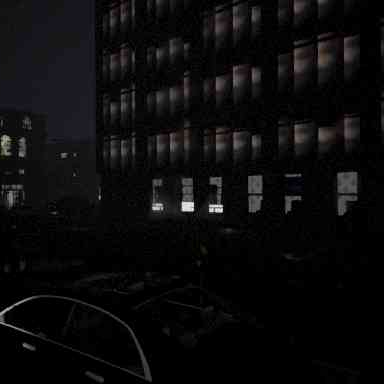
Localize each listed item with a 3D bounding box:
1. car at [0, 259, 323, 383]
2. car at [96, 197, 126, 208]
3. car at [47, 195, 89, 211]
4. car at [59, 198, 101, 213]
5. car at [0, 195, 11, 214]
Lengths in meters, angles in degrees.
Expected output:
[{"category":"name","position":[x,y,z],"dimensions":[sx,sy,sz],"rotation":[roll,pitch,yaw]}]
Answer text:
[{"category":"car","position":[-0.955,1.551,3.557],"dimensions":[4.403,1.369,2.008],"rotation":[0,0,35]},{"category":"car","position":[-12.416,1.643,51.170],"dimensions":[1.967,1.590,4.097],"rotation":[-1,-1,36]},{"category":"car","position":[-15.581,1.366,42.470],"dimensions":[2.150,2.045,5.566],"rotation":[0,-1,37]},{"category":"car","position":[-12.190,1.684,37.264],"dimensions":[1.802,1.307,4.206],"rotation":[-1,-1,36]},{"category":"car","position":[-21.696,1.315,34.166],"dimensions":[2.150,2.045,5.566],"rotation":[0,-1,36]}]
